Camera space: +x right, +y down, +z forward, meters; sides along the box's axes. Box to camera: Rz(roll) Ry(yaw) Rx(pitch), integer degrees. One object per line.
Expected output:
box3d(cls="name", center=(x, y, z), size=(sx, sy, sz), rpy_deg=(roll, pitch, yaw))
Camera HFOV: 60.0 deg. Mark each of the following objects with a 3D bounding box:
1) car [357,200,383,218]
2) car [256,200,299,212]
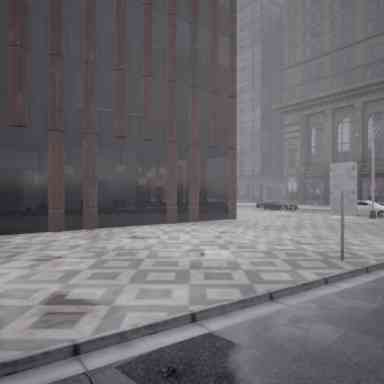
box3d(cls="car", center=(15.284, 1.468, 28.992), size=(1.812, 1.442, 4.674), rpy_deg=(0, 0, -37))
box3d(cls="car", center=(9.453, 1.515, 37.056), size=(1.895, 1.301, 4.718), rpy_deg=(0, 0, -36))
